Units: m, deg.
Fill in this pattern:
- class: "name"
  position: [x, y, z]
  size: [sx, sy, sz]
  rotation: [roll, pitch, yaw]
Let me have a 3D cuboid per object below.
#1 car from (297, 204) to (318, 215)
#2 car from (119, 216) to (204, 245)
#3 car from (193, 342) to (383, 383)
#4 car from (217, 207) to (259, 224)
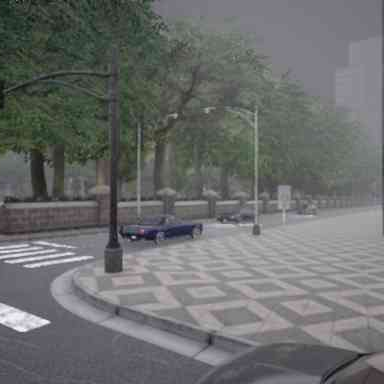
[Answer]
- class: "car"
  position: [16.645, 2.524, 47.826]
  size: [1.837, 1.490, 4.892]
  rotation: [0, -2, 35]
- class: "car"
  position: [-1.386, 1.874, 17.326]
  size: [1.895, 1.301, 4.718]
  rotation: [0, -1, 37]
- class: "car"
  position: [1.866, 1.553, 1.631]
  size: [4.403, 1.369, 2.008]
  rotation: [0, 0, 36]
- class: "car"
  position: [4.333, 2.107, 30.608]
  size: [2.033, 1.411, 5.357]
  rotation: [0, -1, 35]
